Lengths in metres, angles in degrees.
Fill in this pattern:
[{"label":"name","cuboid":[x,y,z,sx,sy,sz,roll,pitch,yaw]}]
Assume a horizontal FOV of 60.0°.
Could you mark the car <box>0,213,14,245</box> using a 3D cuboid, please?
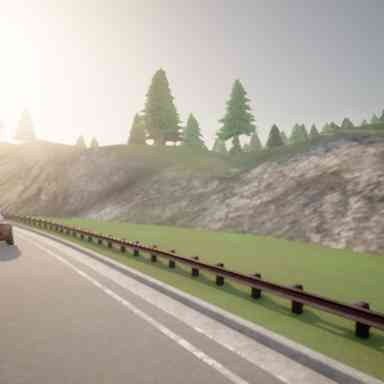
[{"label":"car","cuboid":[-9.572,1.640,15.444,1.812,1.442,4.674,0,0,-37]}]
